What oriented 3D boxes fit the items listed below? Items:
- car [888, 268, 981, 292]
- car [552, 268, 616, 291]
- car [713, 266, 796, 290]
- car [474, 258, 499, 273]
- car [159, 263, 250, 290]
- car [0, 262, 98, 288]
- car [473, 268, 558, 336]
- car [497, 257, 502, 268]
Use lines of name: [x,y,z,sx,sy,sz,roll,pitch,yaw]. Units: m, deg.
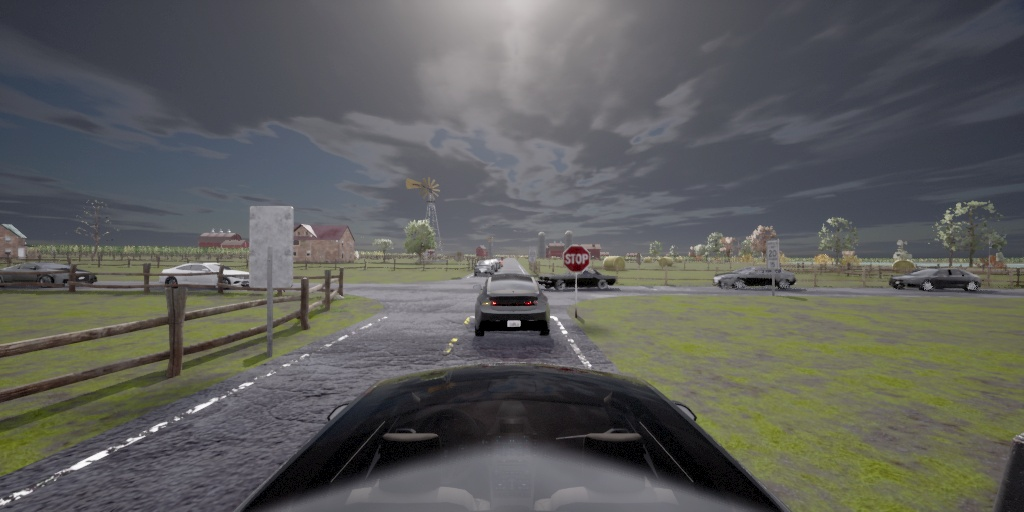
car: [28.041,1.554,23.862,4.892,1.490,1.837,1,-1,-1]
car: [3.915,1.404,22.024,4.718,1.301,1.895,1,-1,-21]
car: [15.960,1.427,23.716,4.902,1.511,2.128,1,-1,-1]
car: [-2.809,1.243,37.069,2.128,1.511,4.902,0,0,0]
car: [-17.217,1.103,20.359,4.674,1.442,1.812,1,-1,-1]
car: [-26.338,1.048,20.250,4.181,1.385,1.994,1,-1,-1]
car: [-0.061,1.256,10.378,1.837,1.490,4.892,0,0,-3]
car: [-2.789,1.241,46.514,2.128,1.511,4.902,0,0,0]
